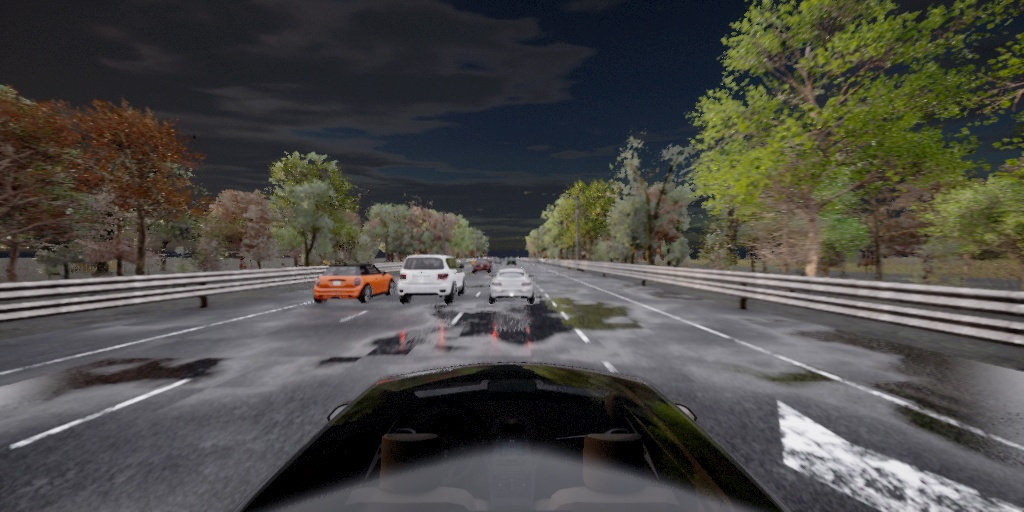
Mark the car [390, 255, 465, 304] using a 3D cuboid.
[{"bbox_3d":[-3.511,0.968,16.553,2.150,2.045,5.566,0,0,0],"label":"car"}]

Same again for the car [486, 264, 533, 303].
[{"bbox_3d":[-0.015,1.264,16.448,1.812,1.442,4.674,0,0,0],"label":"car"}]

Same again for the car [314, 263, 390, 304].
[{"bbox_3d":[-7.015,1.106,16.488,2.097,1.767,4.553,0,0,0],"label":"car"}]

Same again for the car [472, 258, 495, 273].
[{"bbox_3d":[-3.546,1.112,44.126,2.097,1.767,4.553,0,0,0],"label":"car"}]
